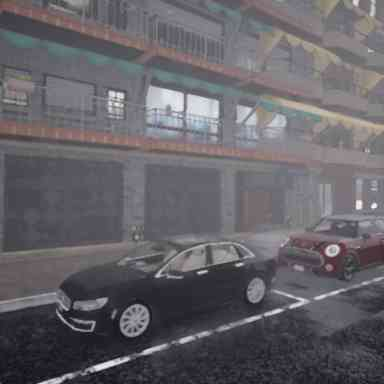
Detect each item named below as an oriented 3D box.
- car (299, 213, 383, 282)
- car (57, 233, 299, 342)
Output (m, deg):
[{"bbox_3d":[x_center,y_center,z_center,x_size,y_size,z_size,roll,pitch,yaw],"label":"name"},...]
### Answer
[{"bbox_3d":[4.369,1.418,9.662,4.097,1.590,1.967,0,1,-35],"label":"car"},{"bbox_3d":[-0.233,1.542,6.381,4.403,1.369,2.008,0,1,-35],"label":"car"}]
